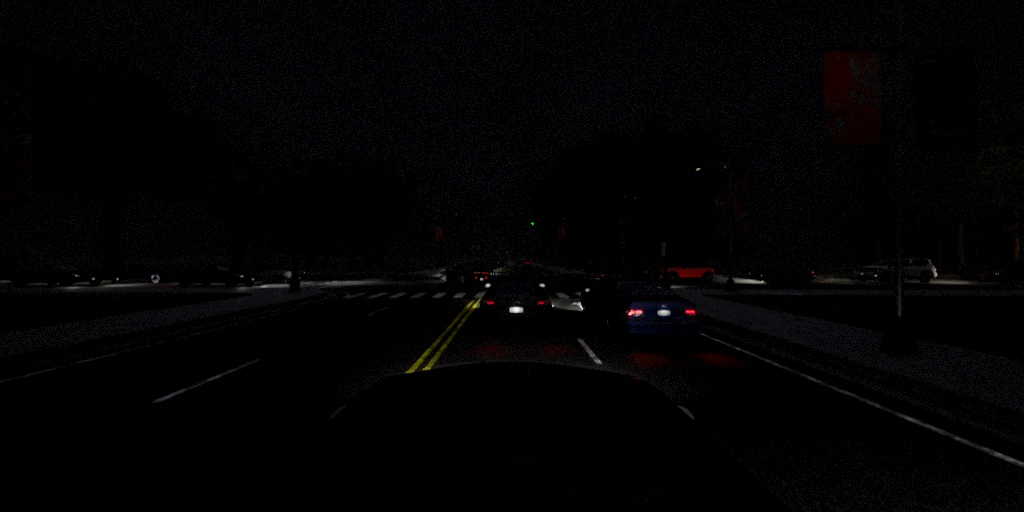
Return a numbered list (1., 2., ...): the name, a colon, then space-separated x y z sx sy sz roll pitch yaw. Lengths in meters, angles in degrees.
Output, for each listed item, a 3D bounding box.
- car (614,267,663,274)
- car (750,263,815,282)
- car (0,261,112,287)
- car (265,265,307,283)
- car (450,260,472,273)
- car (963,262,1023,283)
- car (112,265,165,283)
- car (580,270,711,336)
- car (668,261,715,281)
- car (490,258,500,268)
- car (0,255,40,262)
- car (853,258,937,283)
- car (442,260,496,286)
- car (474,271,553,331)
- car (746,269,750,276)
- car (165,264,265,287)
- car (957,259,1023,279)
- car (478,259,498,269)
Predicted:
1. car: 7.605 1.384 22.907 4.181 1.385 1.994 1 0 -35
2. car: 23.221 1.482 30.579 4.181 1.385 1.994 0 0 -2
3. car: -29.722 1.216 23.445 4.674 1.442 1.812 0 0 -1
4. car: -18.087 1.334 26.808 4.718 1.301 1.895 0 0 -1
5. car: -6.592 1.353 46.637 2.128 1.511 4.902 0 0 0
6. car: 42.646 1.527 30.692 4.902 1.511 2.128 0 0 0
7. car: -27.228 1.301 26.720 4.718 1.301 1.895 0 0 -1
8. car: 3.350 1.306 10.411 2.033 1.411 5.357 0 0 0
9. car: 14.587 1.227 30.481 4.553 1.767 2.097 0 0 -1
10. car: -3.318 1.416 56.244 1.837 1.490 4.892 0 0 0
11. car: -36.189 1.024 26.638 4.553 1.767 2.097 0 0 0
12. car: 32.664 1.191 30.637 5.566 2.045 2.150 0 0 0
13. car: -3.434 1.288 25.967 1.837 1.490 4.892 3 -2 -35
14. car: 0.102 1.325 11.024 1.994 1.385 4.181 0 0 0
15. car: 24.791 1.433 33.826 4.892 1.490 1.837 0 0 -1
16. car: -19.399 1.252 23.554 4.674 1.442 1.812 0 0 -2
17. car: 45.913 1.283 33.941 5.566 2.045 2.150 0 0 0
18. car: -3.343 1.409 46.650 2.033 1.411 5.357 0 0 0
